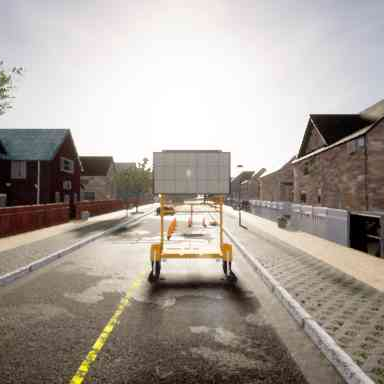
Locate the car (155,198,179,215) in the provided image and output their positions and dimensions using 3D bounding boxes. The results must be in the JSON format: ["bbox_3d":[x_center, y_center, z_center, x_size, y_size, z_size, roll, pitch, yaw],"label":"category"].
[{"bbox_3d":[-2.866,1.692,36.471,2.033,1.411,5.357,0,0,0],"label":"car"}]

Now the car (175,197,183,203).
[{"bbox_3d":[-2.778,1.754,66.466,2.097,1.767,4.553,0,-1,0],"label":"car"}]

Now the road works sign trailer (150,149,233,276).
[{"bbox_3d":[-0.008,0.483,10.393,2.380,3.560,2.880,0,0,1],"label":"road works sign trailer"}]
